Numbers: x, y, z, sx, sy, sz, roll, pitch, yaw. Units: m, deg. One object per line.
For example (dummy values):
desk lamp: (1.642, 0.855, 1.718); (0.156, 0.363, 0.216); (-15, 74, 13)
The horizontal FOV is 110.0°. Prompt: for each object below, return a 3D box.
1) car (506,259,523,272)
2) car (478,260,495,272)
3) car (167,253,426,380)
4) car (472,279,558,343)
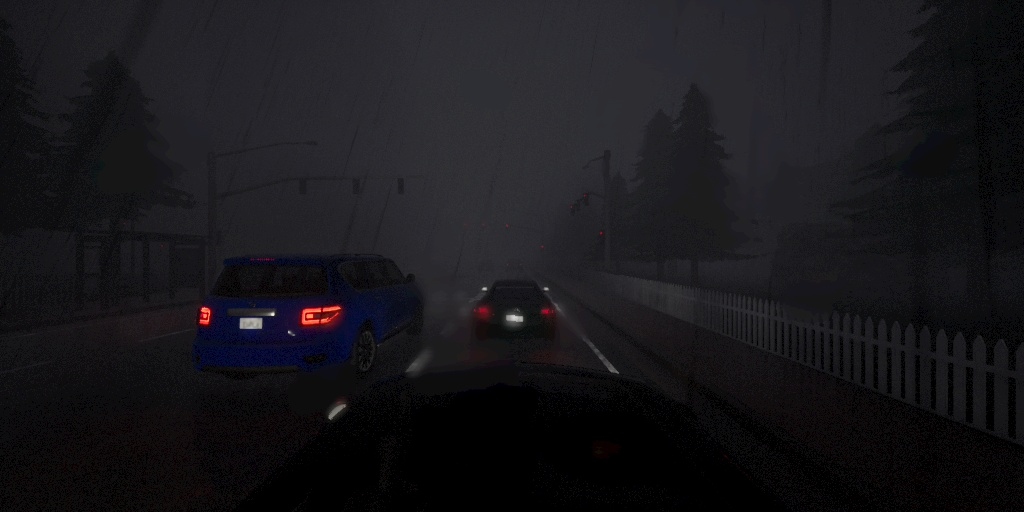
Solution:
car: (0.283, 1.103, 45.147); (2.097, 1.767, 4.553); (0, 0, 0)
car: (-3.218, 1.244, 44.912); (2.128, 1.511, 4.902); (0, 0, 0)
car: (-3.403, 0.972, 7.385); (2.150, 2.045, 5.566); (0, 0, 0)
car: (0.091, 1.314, 9.664); (1.994, 1.385, 4.181); (0, 0, 1)
